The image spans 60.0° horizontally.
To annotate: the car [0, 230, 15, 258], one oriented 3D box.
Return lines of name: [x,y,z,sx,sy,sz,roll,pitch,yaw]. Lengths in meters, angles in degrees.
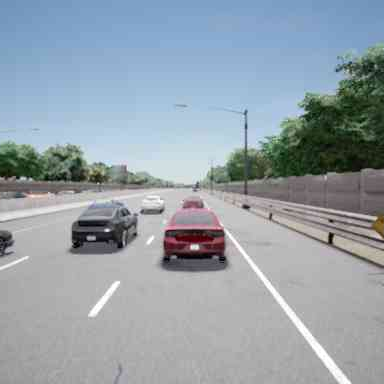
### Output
car: [-6.937,1.409,8.793,2.033,1.411,5.357,0,1,0]

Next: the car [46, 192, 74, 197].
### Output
car: [-17.588,0.761,45.714,2.128,1.511,4.902,0,1,0]

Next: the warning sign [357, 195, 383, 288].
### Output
warning sign: [4.537,1.001,7.273,1.300,1.860,1.060,-1,0,0]

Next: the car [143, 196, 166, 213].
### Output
car: [-3.417,1.055,29.756,1.812,1.442,4.674,0,1,0]

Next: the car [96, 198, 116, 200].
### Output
car: [-6.925,1.174,27.041,1.895,1.301,4.718,0,1,0]

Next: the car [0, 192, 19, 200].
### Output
car: [-24.582,0.779,45.494,1.837,1.490,4.892,0,0,0]

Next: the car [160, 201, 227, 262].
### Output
car: [0.076,1.298,11.451,1.882,1.535,5.008,0,1,0]

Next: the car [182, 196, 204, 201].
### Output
car: [0.085,1.054,29.791,1.812,1.442,4.674,0,1,0]

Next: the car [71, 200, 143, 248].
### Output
car: [-3.416,1.289,13.727,1.837,1.490,4.892,0,1,0]

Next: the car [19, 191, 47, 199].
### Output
car: [-21.085,0.624,45.424,2.097,1.767,4.553,0,1,0]
